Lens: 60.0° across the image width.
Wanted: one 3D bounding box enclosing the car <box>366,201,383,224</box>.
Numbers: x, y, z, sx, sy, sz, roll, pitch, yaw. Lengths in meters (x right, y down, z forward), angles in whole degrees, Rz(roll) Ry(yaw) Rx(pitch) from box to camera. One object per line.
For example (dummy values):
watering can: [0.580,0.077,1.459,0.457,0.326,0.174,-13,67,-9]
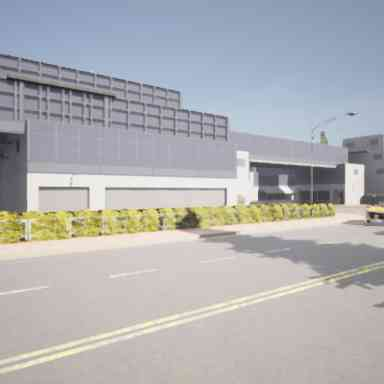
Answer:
car: [13.486,1.238,22.111,5.008,1.535,1.882,0,0,-36]
